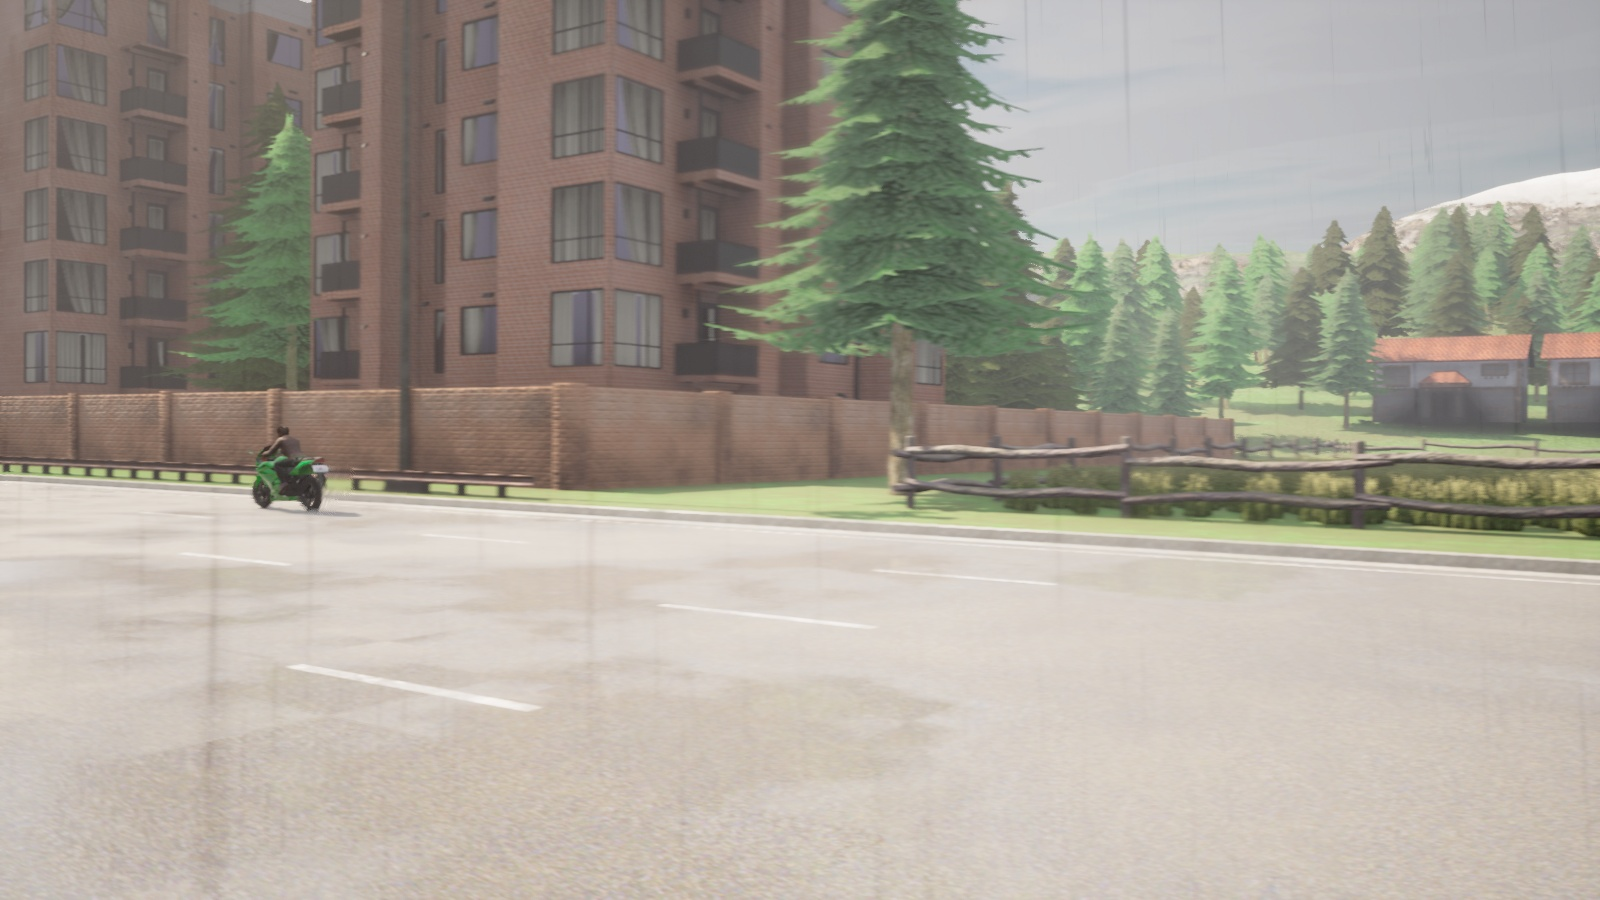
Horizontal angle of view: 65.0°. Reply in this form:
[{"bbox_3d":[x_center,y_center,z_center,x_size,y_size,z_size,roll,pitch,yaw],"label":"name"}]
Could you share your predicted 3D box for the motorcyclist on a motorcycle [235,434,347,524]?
[{"bbox_3d":[-9.017,0.493,22.215,2.044,1.523,0.797,0,1,34],"label":"motorcyclist on a motorcycle"}]
